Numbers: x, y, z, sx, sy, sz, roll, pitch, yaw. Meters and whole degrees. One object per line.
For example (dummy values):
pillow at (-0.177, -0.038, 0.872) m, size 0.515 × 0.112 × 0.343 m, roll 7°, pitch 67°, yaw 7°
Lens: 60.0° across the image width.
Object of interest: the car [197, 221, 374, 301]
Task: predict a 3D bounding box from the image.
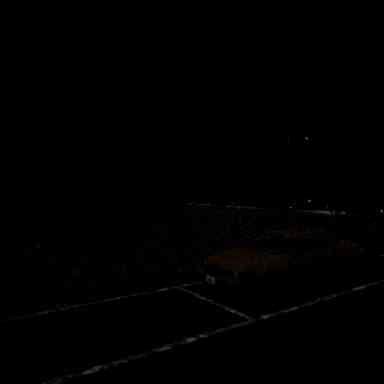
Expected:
car at (2.372, 1.527, 8.357) m, size 4.829 × 1.417 × 1.752 m, roll 0°, pitch 1°, yaw -35°

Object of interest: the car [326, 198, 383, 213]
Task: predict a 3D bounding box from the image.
car at (14.700, 1.342, 30.230) m, size 2.128 × 1.511 × 4.902 m, roll 1°, pitch 0°, yaw -34°

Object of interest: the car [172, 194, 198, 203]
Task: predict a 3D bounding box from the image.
car at (-1.309, 1.075, 59.233) m, size 2.128 × 1.511 × 4.902 m, roll 1°, pitch 0°, yaw -34°

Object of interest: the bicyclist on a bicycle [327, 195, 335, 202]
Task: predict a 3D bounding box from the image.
bicyclist on a bicycle at (16.306, 1.159, 38.926) m, size 1.656 × 1.620 × 0.582 m, roll 0°, pitch 0°, yaw -34°

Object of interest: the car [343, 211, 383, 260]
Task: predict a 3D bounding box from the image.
car at (7.132, 1.547, 11.662) m, size 4.507 × 1.381 × 1.887 m, roll 0°, pitch 1°, yaw -35°

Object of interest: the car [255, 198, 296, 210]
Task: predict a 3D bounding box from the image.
car at (9.460, 1.368, 37.875) m, size 1.895 × 1.301 × 4.718 m, roll 1°, pitch 0°, yaw -34°

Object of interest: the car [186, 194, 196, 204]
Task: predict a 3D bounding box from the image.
car at (-1.261, 1.195, 53.575) m, size 1.895 × 1.301 × 4.718 m, roll 1°, pitch 0°, yaw -34°

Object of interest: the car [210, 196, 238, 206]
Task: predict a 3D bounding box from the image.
car at (4.336, 1.249, 45.367) m, size 1.994 × 1.385 × 4.181 m, roll 1°, pitch 0°, yaw -34°
